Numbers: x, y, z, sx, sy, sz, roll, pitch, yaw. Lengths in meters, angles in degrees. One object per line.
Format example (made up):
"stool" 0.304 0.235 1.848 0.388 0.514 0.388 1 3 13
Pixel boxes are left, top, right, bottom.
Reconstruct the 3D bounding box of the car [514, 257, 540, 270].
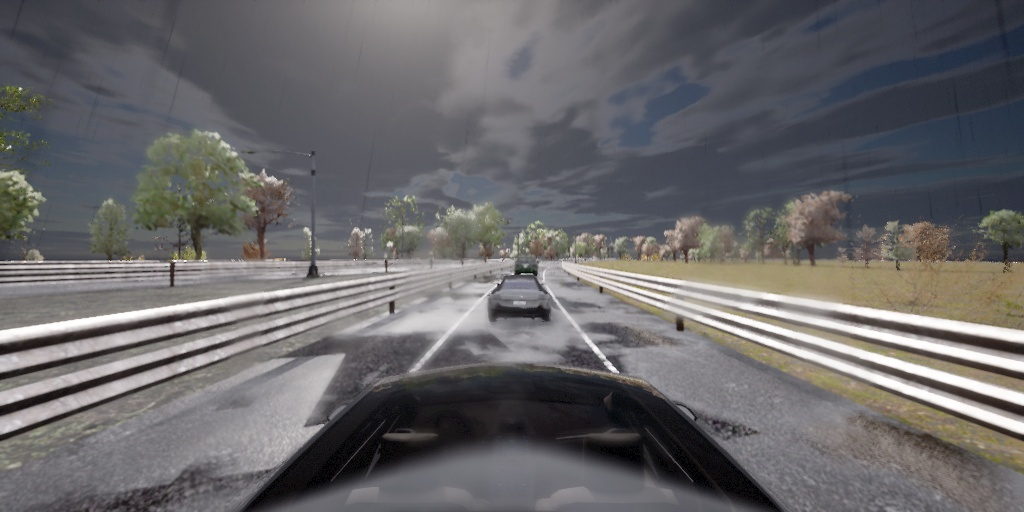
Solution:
"car" 1.458 1.092 34.800 2.150 2.045 5.566 0 -1 5

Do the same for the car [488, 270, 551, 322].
"car" 0.280 1.356 12.567 1.994 1.385 4.181 0 0 2
